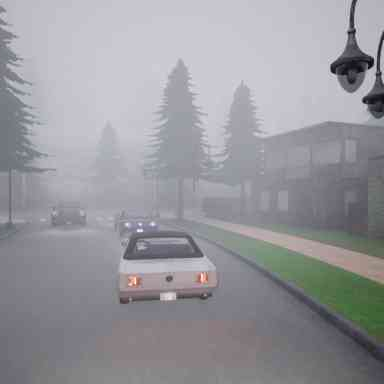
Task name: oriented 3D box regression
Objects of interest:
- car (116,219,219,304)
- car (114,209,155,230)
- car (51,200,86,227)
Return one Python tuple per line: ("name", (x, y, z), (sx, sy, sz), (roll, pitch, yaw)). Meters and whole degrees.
("car", (-0.805, 1.601, 8.204), (1.895, 1.301, 4.718), (0, 0, -10))
("car", (-3.196, 1.601, 18.253), (1.895, 1.301, 4.718), (0, 0, -18))
("car", (-8.389, 1.349, 22.797), (2.097, 1.767, 4.553), (0, 0, -19))
